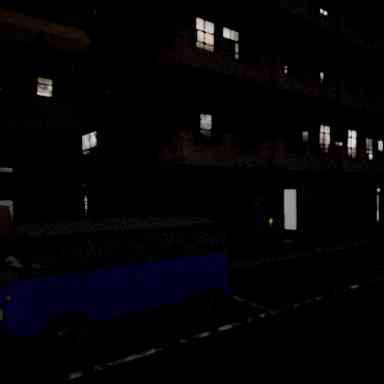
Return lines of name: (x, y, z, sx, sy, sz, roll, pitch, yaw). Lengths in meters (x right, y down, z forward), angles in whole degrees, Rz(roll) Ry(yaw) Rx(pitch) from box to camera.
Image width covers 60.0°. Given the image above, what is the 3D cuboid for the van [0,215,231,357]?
van: (-1.185, 1.337, 5.727, 3.998, 1.788, 1.690, 0, 0, -36)
